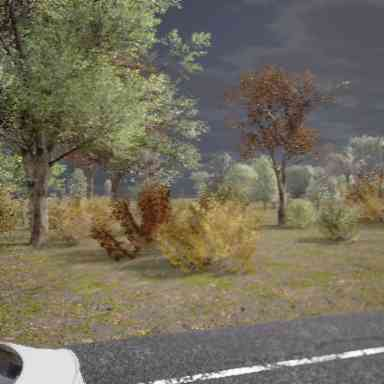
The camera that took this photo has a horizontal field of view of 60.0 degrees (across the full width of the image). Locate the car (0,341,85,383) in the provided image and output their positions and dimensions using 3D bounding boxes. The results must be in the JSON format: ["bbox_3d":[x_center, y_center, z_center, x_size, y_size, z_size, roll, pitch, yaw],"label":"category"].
[{"bbox_3d":[-2.944,1.615,1.778,4.674,1.442,1.812,0,-2,-15],"label":"car"}]
